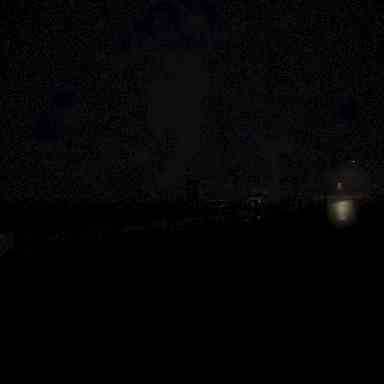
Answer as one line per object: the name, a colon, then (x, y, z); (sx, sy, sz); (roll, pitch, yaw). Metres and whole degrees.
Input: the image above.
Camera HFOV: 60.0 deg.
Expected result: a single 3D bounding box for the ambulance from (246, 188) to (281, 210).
ambulance: (8.981, 0.800, 41.551); (2.351, 2.431, 6.366); (2, 2, 35)
